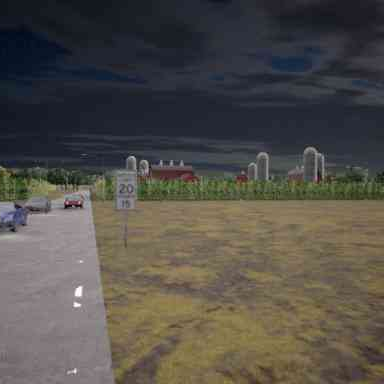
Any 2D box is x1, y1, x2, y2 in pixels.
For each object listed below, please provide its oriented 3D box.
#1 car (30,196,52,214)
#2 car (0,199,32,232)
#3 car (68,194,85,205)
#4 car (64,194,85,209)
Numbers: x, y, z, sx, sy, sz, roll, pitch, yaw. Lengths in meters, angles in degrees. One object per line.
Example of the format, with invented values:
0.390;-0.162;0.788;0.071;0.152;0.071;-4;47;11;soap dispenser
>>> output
-14.103;1.138;30.609;1.837;1.490;4.892;0;1;-17;car
-10.249;1.306;18.107;1.812;1.442;4.674;0;0;-17;car
-16.107;1.010;46.660;2.033;1.411;5.357;0;1;-17;car
-13.085;1.180;37.056;1.895;1.301;4.718;0;1;-17;car
